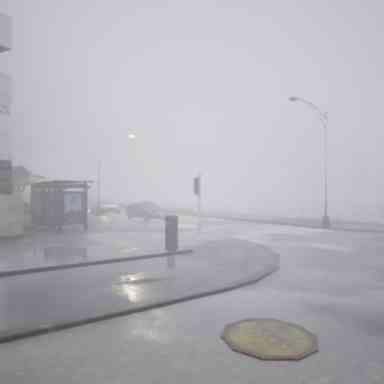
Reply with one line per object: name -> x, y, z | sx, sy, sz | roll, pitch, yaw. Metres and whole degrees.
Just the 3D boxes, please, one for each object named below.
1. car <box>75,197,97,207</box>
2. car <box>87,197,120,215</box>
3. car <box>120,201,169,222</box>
car -> -16.813, 1.529, 52.815 | 1.882, 1.535, 5.008 | 0, 0, -35
car -> -9.078, 1.564, 34.742 | 1.812, 1.442, 4.674 | 0, 0, -36
car -> -3.706, 1.530, 27.187 | 2.128, 1.511, 4.902 | 0, 0, -36
